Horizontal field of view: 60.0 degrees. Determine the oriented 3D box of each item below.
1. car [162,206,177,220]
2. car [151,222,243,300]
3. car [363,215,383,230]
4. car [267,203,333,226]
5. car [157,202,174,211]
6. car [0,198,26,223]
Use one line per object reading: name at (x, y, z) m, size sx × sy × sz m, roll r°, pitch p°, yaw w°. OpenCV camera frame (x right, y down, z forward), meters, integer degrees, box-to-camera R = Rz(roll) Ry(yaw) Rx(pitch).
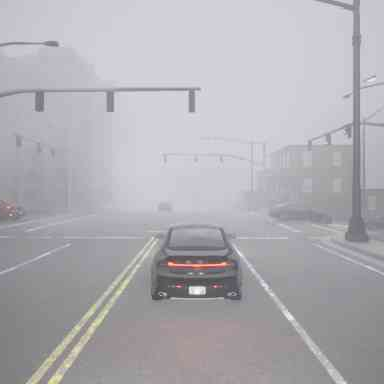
car at (-3.631, 3.522, 54.983) m, size 2.128 × 1.511 × 4.902 m, roll 0°, pitch -12°, yaw 0°
car at (0.094, 1.505, 8.342) m, size 1.837 × 1.490 × 4.892 m, roll 0°, pitch 0°, yaw 0°
car at (16.047, 2.655, 28.228) m, size 4.181 × 1.385 × 1.994 m, roll 8°, pitch 0°, yaw 0°
car at (7.935, 1.580, 24.595) m, size 4.674 × 1.442 × 1.812 m, roll 4°, pitch 0°, yaw 1°
car at (-3.633, 2.066, 45.578) m, size 1.837 × 1.490 × 4.892 m, roll 0°, pitch -5°, yaw 0°
car at (-15.500, 1.221, 24.897) m, size 5.566 × 2.045 × 2.150 m, roll 0°, pitch 0°, yaw 1°
